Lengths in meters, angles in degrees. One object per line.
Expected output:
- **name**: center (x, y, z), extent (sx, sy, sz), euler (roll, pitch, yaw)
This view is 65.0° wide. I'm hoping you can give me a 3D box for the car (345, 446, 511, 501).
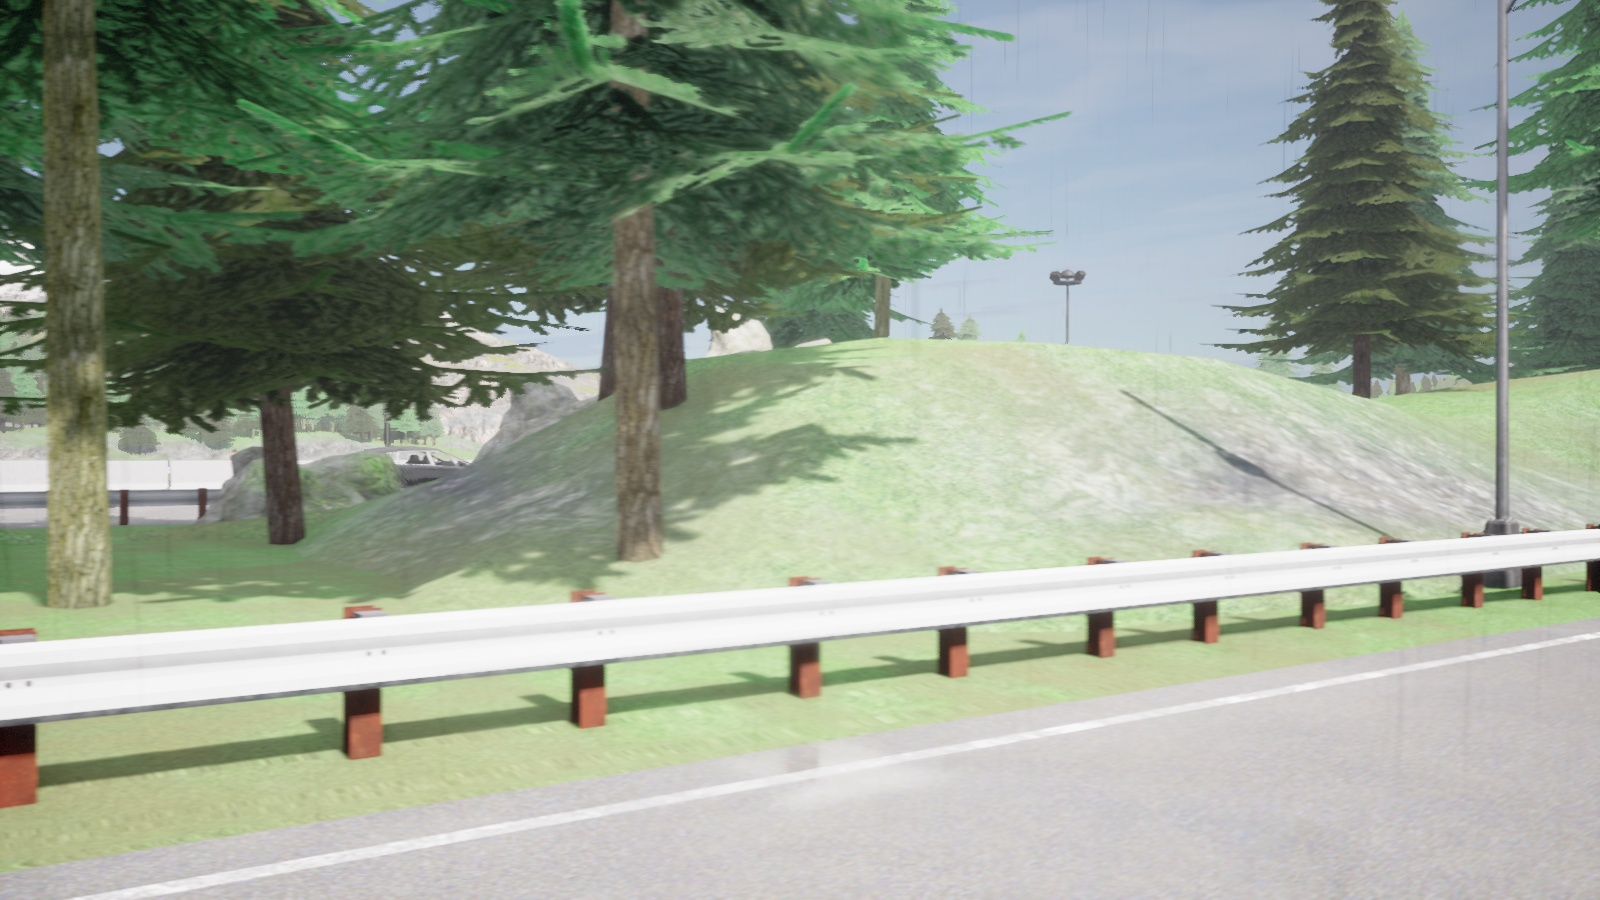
- **car**: center (-11.979, 0.718, 40.555), extent (4.611, 1.667, 2.242), euler (0, 0, -41)
